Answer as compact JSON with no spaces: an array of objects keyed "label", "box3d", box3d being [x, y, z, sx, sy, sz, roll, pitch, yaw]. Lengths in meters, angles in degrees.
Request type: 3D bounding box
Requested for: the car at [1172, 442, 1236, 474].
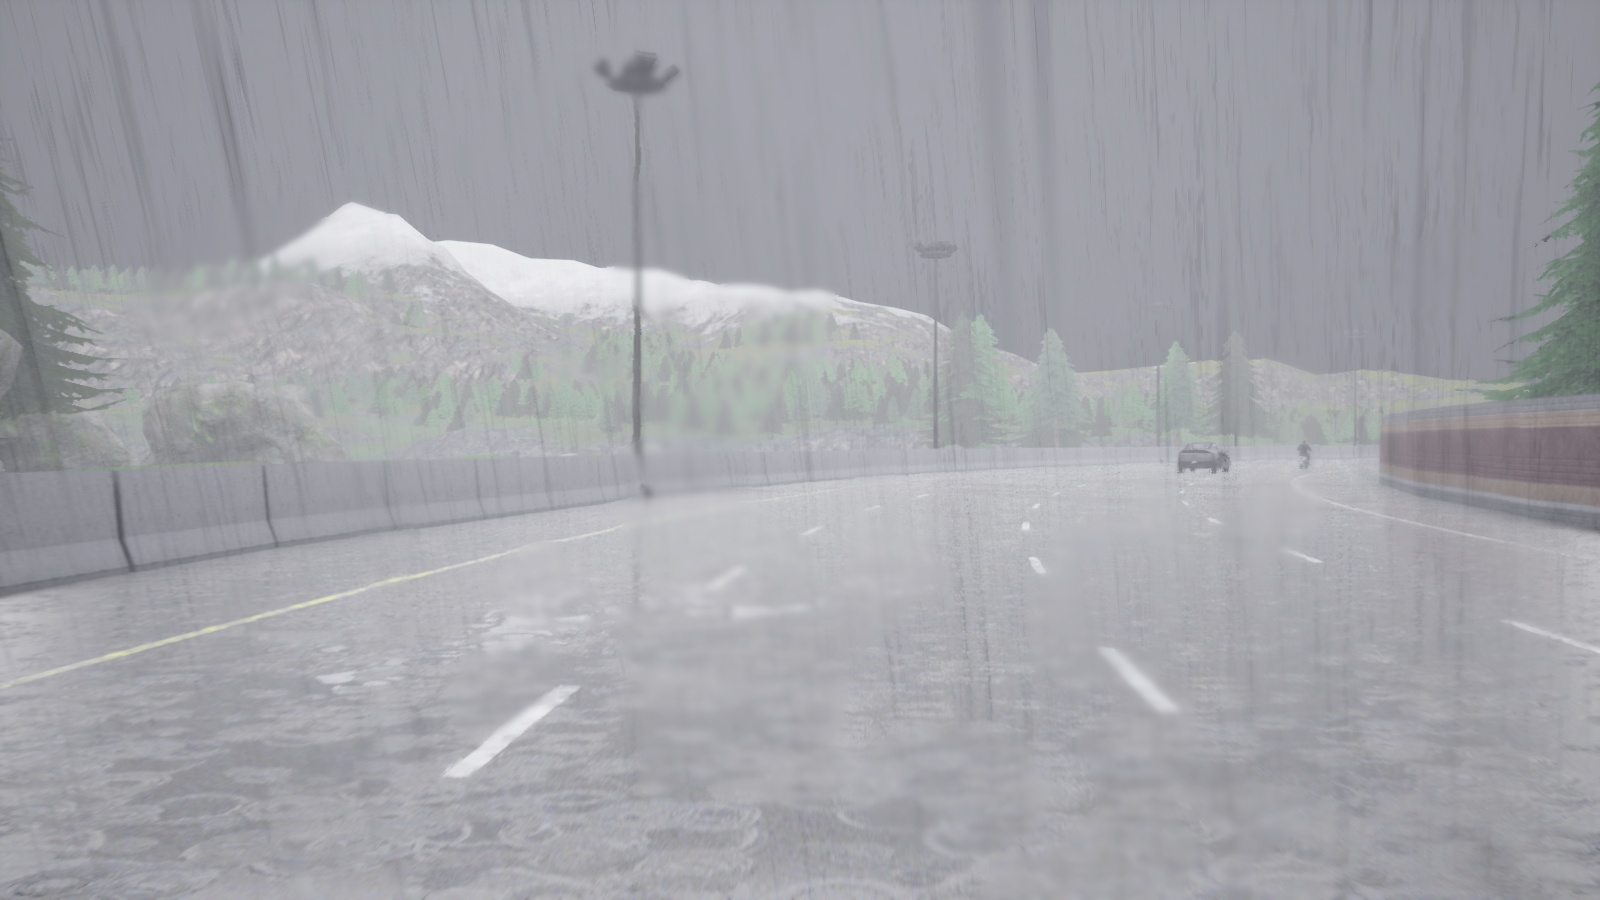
[{"label":"car","box3d":[20.032,0.373,62.120,2.128,1.511,4.902,0,0,29]}]
